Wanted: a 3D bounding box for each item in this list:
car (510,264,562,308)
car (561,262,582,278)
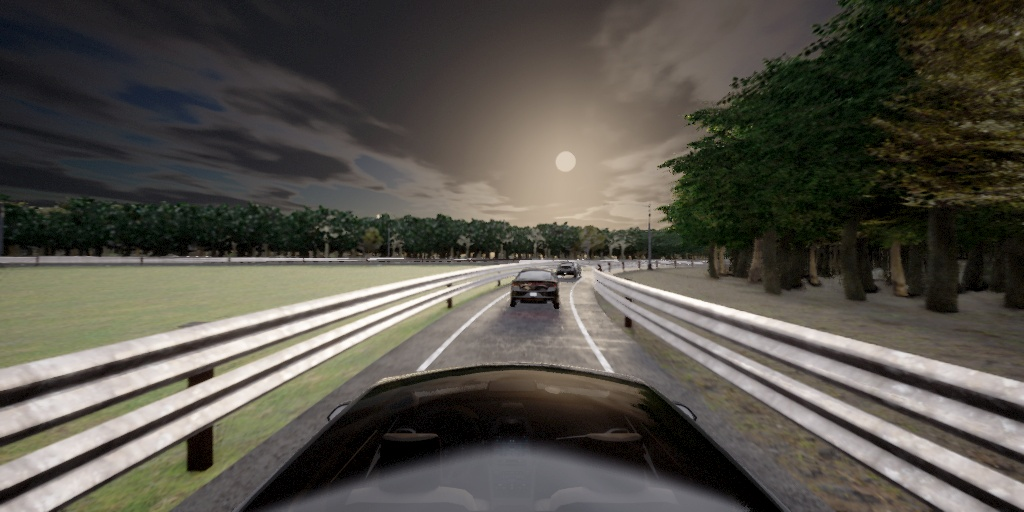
[{"bbox_3d":[1.104,1.244,15.500,1.882,1.535,5.008,0,0,7],"label":"car"},{"bbox_3d":[5.597,1.326,34.845,1.837,1.490,4.892,0,0,18],"label":"car"}]
